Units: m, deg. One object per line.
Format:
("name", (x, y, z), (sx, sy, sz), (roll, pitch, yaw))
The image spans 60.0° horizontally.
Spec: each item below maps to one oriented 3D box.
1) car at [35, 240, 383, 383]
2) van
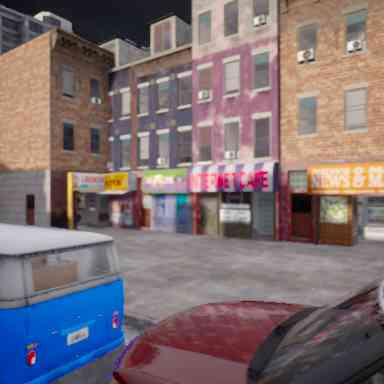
("car", (1.676, 1.311, 1.609), (5.009, 1.841, 2.192), (-1, 0, 36))
("van", (-2.781, 1.385, 4.789), (3.998, 1.788, 1.690), (-1, 0, 36))
